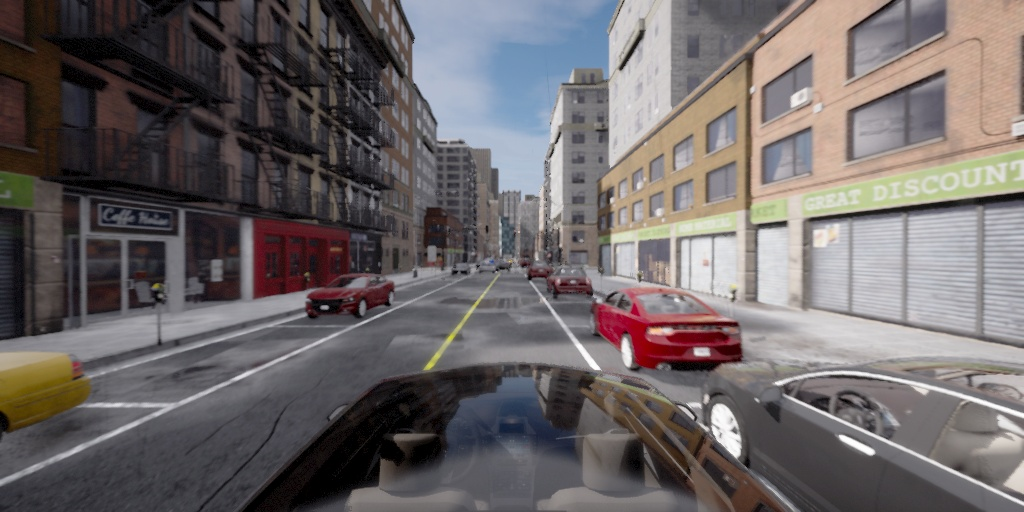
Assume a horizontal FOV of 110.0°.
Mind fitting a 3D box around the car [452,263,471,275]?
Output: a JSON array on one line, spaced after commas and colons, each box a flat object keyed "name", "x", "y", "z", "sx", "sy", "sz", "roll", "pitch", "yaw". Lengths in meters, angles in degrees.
[{"name": "car", "x": -5.677, "y": 1.431, "z": 40.591, "sx": 1.948, "sy": 1.339, "sz": 4.313, "roll": 0, "pitch": 0, "yaw": 0}]

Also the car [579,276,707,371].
[{"name": "car", "x": 2.856, "y": 1.309, "z": 7.613, "sx": 1.888, "sy": 1.381, "sz": 4.507, "roll": 0, "pitch": 0, "yaw": 0}]

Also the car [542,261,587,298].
[{"name": "car", "x": 2.854, "y": 1.232, "z": 18.606, "sx": 1.967, "sy": 1.591, "sz": 4.097, "roll": 0, "pitch": 0, "yaw": 0}]

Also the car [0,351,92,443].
[{"name": "car", "x": -5.668, "y": 1.276, "z": 1.944, "sx": 1.751, "sy": 1.417, "sz": 4.829, "roll": 0, "pitch": 0, "yaw": 0}]

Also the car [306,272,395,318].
[{"name": "car", "x": -5.671, "y": 1.323, "z": 13.108, "sx": 1.888, "sy": 1.381, "sz": 4.507, "roll": 0, "pitch": 0, "yaw": 0}]

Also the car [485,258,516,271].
[{"name": "car", "x": -1.835, "y": 1.417, "z": 50.658, "sx": 2.128, "sy": 1.511, "sz": 4.902, "roll": 0, "pitch": 0, "yaw": 31}]

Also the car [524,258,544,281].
[{"name": "car", "x": 2.381, "y": 1.185, "z": 31.498, "sx": 2.097, "sy": 1.767, "sz": 4.553, "roll": 0, "pitch": 0, "yaw": 0}]

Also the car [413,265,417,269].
[{"name": "car", "x": -17.326, "y": 1.654, "z": 55.651, "sx": 4.718, "sy": 1.301, "sz": 1.895, "roll": -1, "pitch": 0, "yaw": 0}]

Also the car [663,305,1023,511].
[{"name": "car", "x": 2.857, "y": 1.301, "z": 2.116, "sx": 2.007, "sy": 1.370, "sz": 4.403, "roll": 0, "pitch": 0, "yaw": 0}]

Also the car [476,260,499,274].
[{"name": "car", "x": -3.012, "y": 1.479, "z": 43.889, "sx": 1.895, "sy": 1.301, "sz": 4.718, "roll": 0, "pitch": 0, "yaw": 0}]
